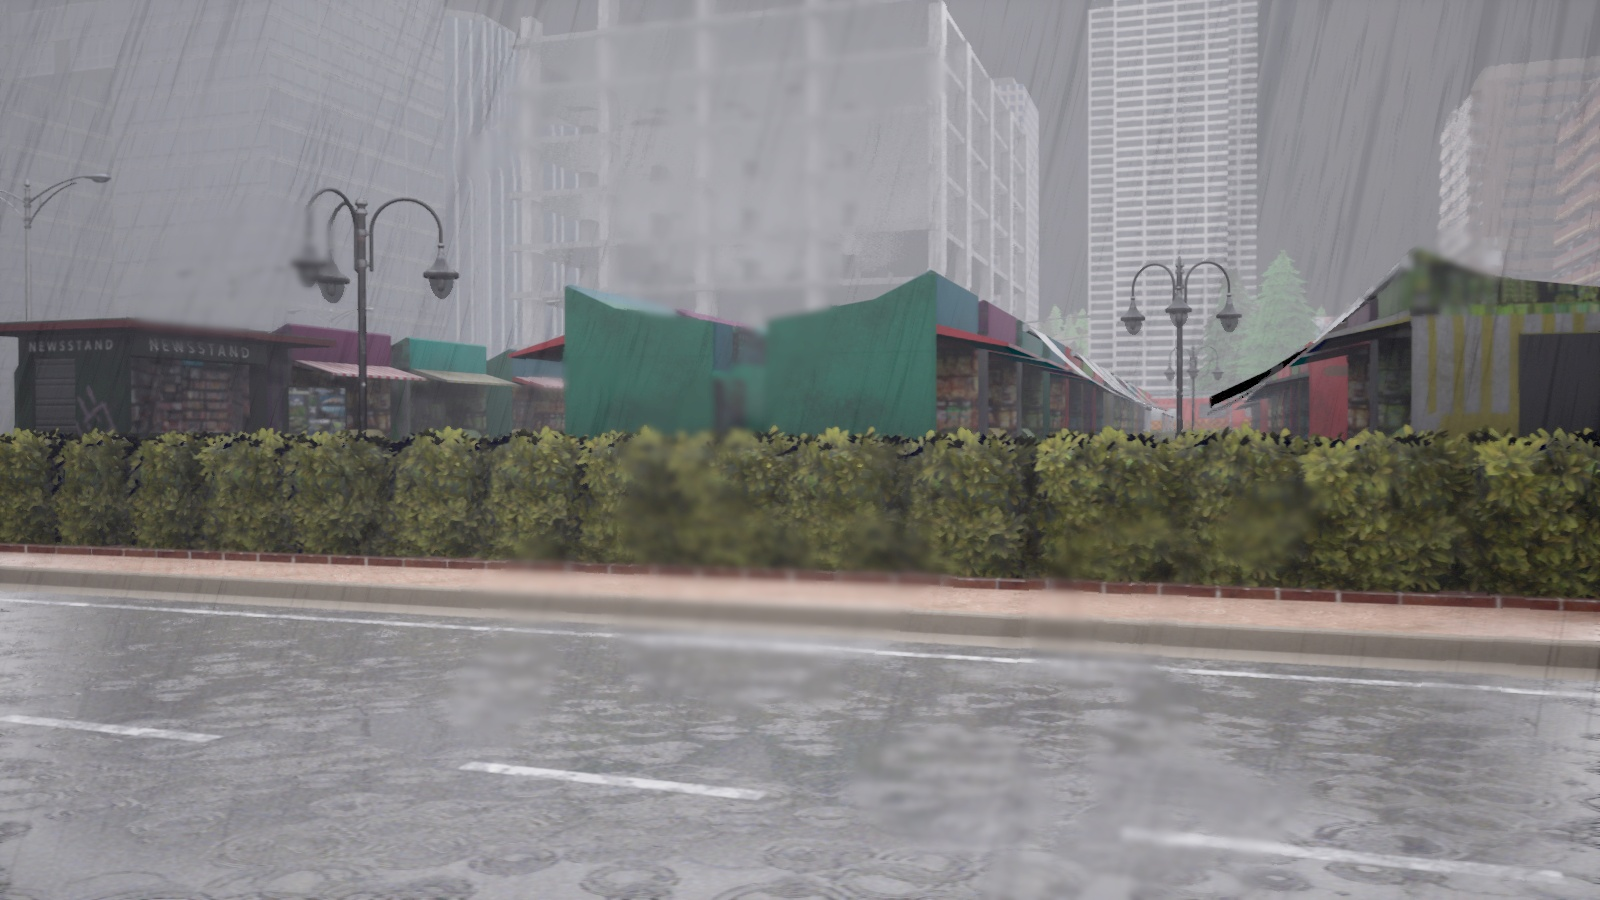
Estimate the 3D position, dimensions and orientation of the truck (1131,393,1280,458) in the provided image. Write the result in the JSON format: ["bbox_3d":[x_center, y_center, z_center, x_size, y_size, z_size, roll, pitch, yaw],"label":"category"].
[{"bbox_3d":[24.620,-1.508,76.542,8.468,3.827,2.891,0,1,18],"label":"truck"}]
